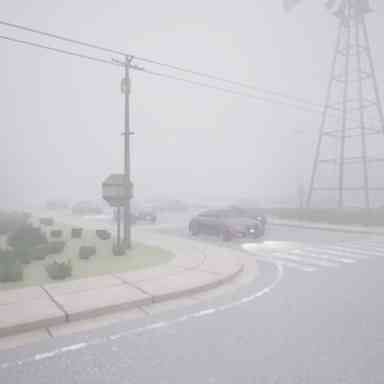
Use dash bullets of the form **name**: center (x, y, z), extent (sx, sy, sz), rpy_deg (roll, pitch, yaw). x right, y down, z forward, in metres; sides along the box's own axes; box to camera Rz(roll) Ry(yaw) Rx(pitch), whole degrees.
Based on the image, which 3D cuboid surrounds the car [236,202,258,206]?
- **car**: center (2.768, 1.551, 21.358), extent (1.994, 1.385, 4.181), rpy_deg (0, 0, -37)

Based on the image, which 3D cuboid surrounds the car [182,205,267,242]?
- **car**: center (1.593, 1.554, 16.523), extent (1.994, 1.385, 4.181), rpy_deg (0, 0, -34)

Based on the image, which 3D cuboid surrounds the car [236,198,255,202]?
- **car**: center (7.244, 1.492, 44.427), extent (3.905, 1.438, 1.784), rpy_deg (0, 0, -36)

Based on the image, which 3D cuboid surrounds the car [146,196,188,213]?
- **car**: center (-2.432, 1.489, 35.865), extent (4.193, 1.474, 1.816), rpy_deg (0, 0, -36)

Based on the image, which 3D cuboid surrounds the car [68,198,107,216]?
- **car**: center (-10.400, 1.554, 32.906), extent (1.994, 1.385, 4.181), rpy_deg (0, 0, -37)

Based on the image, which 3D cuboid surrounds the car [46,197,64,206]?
- **car**: center (-23.310, 1.551, 56.536), extent (1.994, 1.385, 4.181), rpy_deg (0, 0, -37)

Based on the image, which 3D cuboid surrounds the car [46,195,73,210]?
- **car**: center (-16.875, 1.468, 41.698), extent (1.882, 1.535, 5.008), rpy_deg (0, 0, -36)

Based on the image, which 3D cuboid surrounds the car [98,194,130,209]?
- **car**: center (-10.855, 1.297, 46.407), extent (3.866, 1.878, 1.905), rpy_deg (0, 0, -36)

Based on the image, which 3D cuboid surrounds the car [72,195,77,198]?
- **car**: center (-25.154, 1.464, 65.939), extent (4.611, 1.667, 2.242), rpy_deg (0, 0, -36)

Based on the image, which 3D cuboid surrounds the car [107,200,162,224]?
- **car**: center (-4.400, 1.516, 24.831), extent (1.812, 1.442, 4.674), rpy_deg (0, 0, -37)

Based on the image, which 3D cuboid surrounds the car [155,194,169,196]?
- **car**: center (-6.180, 1.282, 62.459), extent (4.605, 1.855, 1.932), rpy_deg (0, 0, -36)
